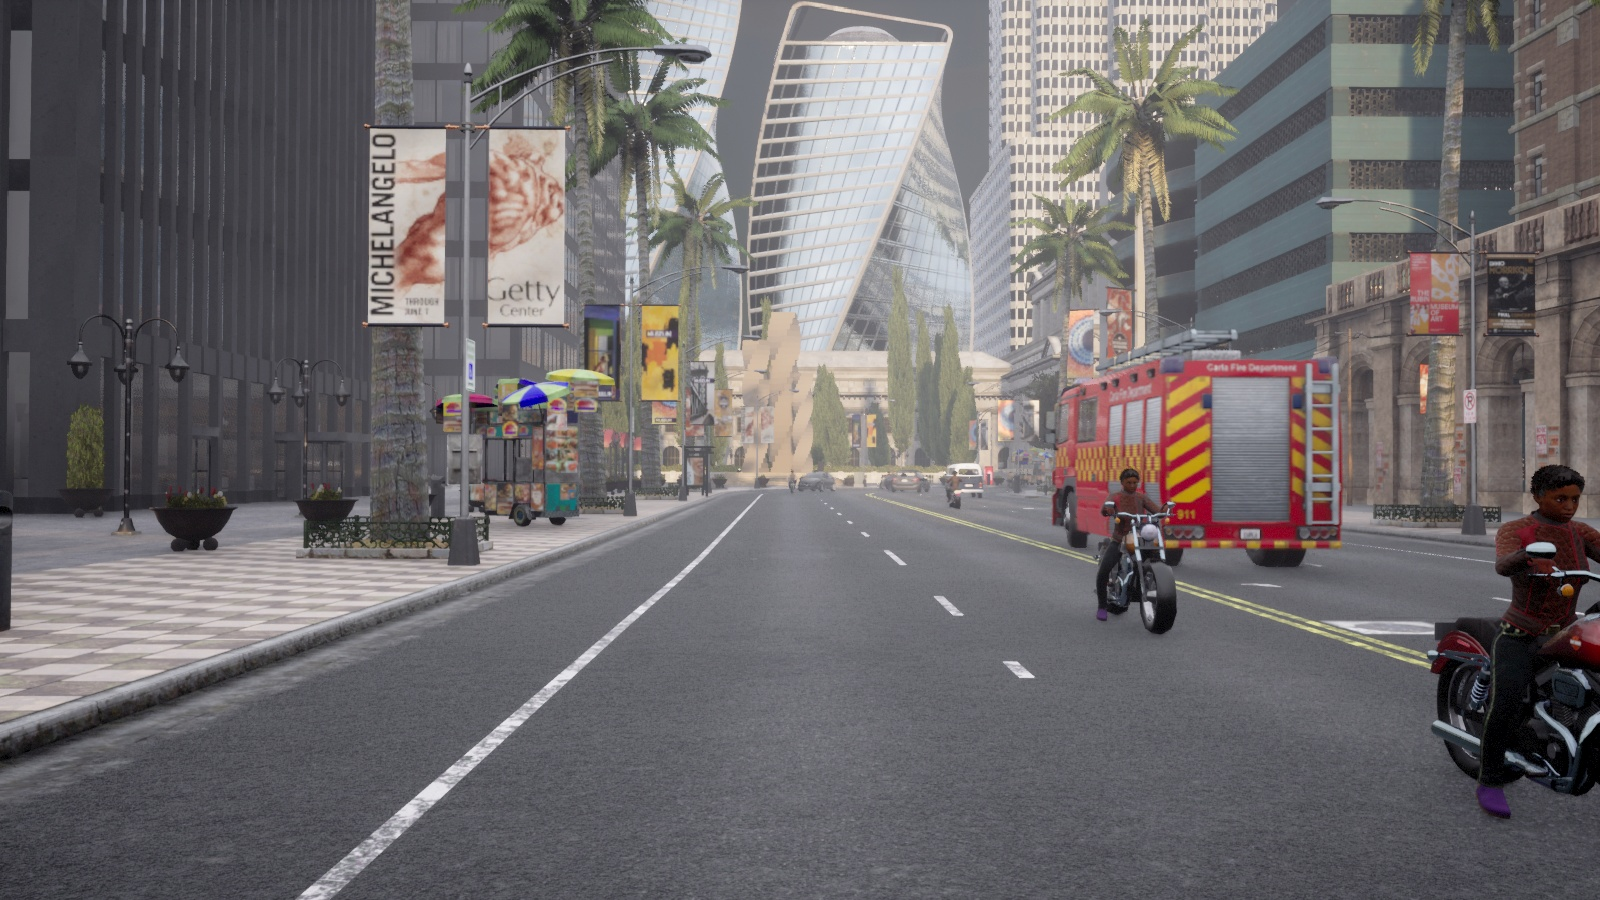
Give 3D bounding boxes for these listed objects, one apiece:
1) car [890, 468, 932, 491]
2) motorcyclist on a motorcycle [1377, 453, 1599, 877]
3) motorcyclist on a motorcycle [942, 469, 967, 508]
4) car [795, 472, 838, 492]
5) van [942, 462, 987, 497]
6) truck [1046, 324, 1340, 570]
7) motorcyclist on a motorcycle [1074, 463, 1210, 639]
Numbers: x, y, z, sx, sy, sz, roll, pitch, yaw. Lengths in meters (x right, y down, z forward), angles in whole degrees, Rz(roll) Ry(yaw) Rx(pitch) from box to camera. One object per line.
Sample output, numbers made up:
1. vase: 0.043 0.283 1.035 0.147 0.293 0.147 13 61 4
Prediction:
1. car: 8.311 2.192 93.542 2.242 1.667 4.611 -1 -1 17
2. motorcyclist on a motorcycle: 3.492 0.844 5.565 0.766 1.649 2.350 0 -1 0
3. motorcyclist on a motorcycle: 6.597 1.638 53.686 0.766 1.649 2.350 0 -1 -1
4. car: 1.264 2.397 94.484 1.837 1.490 4.892 -1 -1 19
5. van: 9.825 1.762 75.417 2.069 2.038 4.480 0 -1 -1
6. truck: 6.969 0.022 23.876 2.891 3.827 8.468 0 -1 0
7. motorcyclist on a motorcycle: 3.486 0.969 13.029 0.766 1.649 2.350 0 -1 0
